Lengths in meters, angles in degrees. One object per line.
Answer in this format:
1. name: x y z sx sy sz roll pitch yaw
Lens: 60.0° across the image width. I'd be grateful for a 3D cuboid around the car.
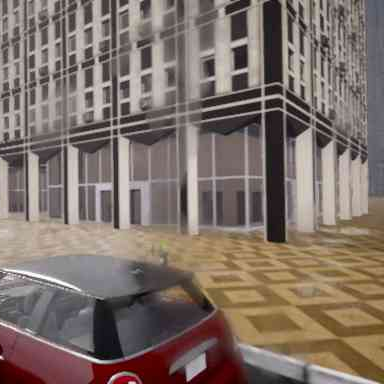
1. car: -1.547 1.458 3.838 4.097 1.590 1.967 0 -1 36
